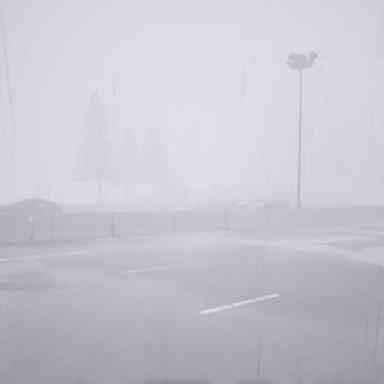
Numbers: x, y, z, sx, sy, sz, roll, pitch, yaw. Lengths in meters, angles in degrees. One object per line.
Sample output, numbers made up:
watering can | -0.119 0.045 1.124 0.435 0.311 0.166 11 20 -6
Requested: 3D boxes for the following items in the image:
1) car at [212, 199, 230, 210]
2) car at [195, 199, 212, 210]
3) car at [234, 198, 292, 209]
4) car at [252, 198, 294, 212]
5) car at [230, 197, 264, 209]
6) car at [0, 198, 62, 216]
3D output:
car | 4.726 1.328 36.879 4.181 1.385 1.994 1 0 -35
car | 2.382 1.488 39.542 4.181 1.385 1.994 1 0 -34
car | 6.372 1.543 29.527 4.674 1.442 1.812 1 0 -33
car | 9.808 1.551 40.141 4.892 1.490 1.837 1 0 -29
car | 6.714 1.295 33.997 5.008 1.535 1.882 1 0 -35
car | -12.446 1.224 25.159 4.892 1.490 1.837 1 0 -35
